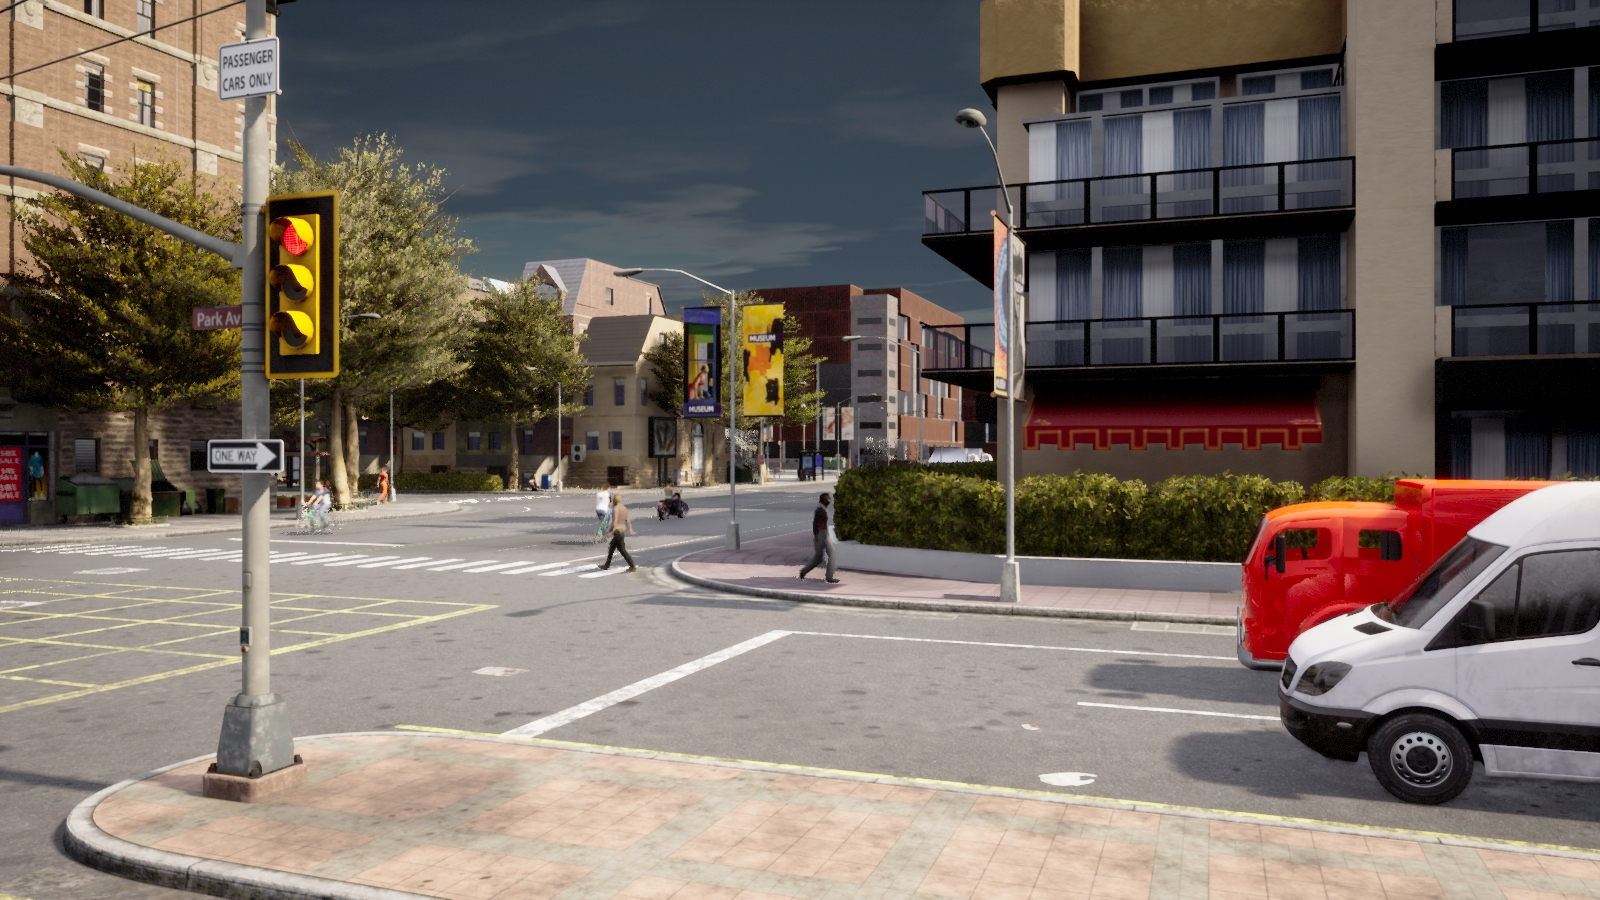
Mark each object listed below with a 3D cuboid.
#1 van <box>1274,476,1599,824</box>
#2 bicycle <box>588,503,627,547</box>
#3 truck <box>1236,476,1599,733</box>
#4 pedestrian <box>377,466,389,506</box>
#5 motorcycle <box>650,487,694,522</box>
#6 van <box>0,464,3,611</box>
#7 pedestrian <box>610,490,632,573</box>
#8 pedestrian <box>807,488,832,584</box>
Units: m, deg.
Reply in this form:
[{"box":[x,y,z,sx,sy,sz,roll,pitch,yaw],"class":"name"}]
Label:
[{"box":[7.076,1.534,9.260,5.915,2.561,1.988,0,0,21],"class":"van"},{"box":[-5.719,2.206,33.956,0.373,1.196,1.643,0,0,20],"class":"bicycle"},{"box":[7.678,1.568,12.781,5.204,2.467,2.627,0,0,20],"class":"truck"},{"box":[-19.811,1.696,54.267,0.375,1.860,0.375,0,0,23],"class":"pedestrian"},{"box":[-5.082,2.170,45.682,0.764,1.277,2.356,0,0,20],"class":"motorcycle"},{"box":[-14.324,1.534,16.975,1.988,2.561,5.915,0,0,-13],"class":"van"},{"box":[-4.078,1.849,26.002,0.375,1.860,0.375,0,0,18],"class":"pedestrian"},{"box":[0.383,1.696,22.716,0.375,1.860,0.375,0,0,26],"class":"pedestrian"}]
